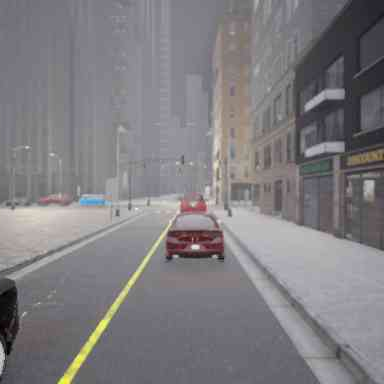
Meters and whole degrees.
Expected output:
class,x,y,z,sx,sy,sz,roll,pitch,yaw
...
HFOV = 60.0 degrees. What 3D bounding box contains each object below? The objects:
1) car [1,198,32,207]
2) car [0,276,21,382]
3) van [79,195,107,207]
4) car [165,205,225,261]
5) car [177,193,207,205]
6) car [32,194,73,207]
class,x,y,z,sx,sy,sz,roll,pitch,yaw
car,-25.988,1.518,49.382,4.313,1.339,1.947,0,0,-1
car,-3.099,1.472,2.144,1.882,1.535,5.008,0,0,0
van,-14.708,1.298,49.550,3.998,1.788,1.690,0,0,-1
car,0.105,1.452,12.183,1.882,1.535,5.008,0,0,0
car,0.111,1.162,28.225,2.150,2.045,5.566,0,-1,0
car,-20.348,1.271,49.466,5.009,1.841,2.192,0,0,-1
